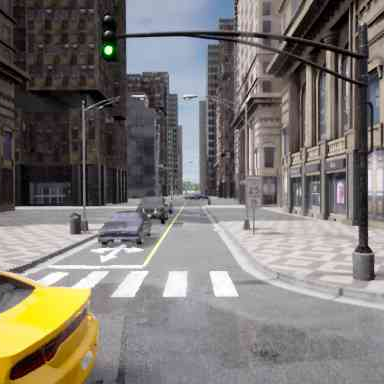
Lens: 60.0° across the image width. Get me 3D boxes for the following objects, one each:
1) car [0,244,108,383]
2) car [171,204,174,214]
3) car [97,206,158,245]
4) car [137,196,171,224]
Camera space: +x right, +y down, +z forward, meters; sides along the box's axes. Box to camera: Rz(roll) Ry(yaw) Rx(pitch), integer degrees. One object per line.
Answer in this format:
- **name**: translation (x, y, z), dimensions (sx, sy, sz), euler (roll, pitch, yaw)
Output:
- **car**: translation (-3.496, 1.458, 3.222), dimensions (5.008, 1.535, 1.882), euler (0, 1, 0)
- **car**: translation (-3.086, 1.714, 37.018), dimensions (1.812, 1.442, 4.674), euler (0, 0, 0)
- **car**: translation (-3.107, 1.656, 16.468), dimensions (2.033, 1.411, 5.357), euler (0, 0, 0)
- **car**: translation (-3.104, 1.370, 26.687), dimensions (2.150, 2.045, 5.566), euler (0, 0, -1)
